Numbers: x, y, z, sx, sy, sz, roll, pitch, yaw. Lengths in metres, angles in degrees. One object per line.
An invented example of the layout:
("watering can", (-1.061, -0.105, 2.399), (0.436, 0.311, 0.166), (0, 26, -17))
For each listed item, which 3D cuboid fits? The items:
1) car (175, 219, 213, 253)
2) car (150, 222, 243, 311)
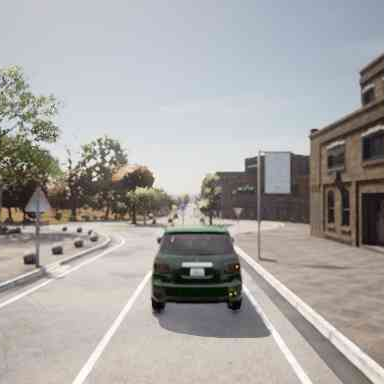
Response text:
("car", (0.250, 2.629, 20.810), (2.097, 1.767, 4.553), (0, -3, 4))
("car", (0.107, 1.931, 9.718), (2.150, 2.045, 5.566), (0, -3, 0))
